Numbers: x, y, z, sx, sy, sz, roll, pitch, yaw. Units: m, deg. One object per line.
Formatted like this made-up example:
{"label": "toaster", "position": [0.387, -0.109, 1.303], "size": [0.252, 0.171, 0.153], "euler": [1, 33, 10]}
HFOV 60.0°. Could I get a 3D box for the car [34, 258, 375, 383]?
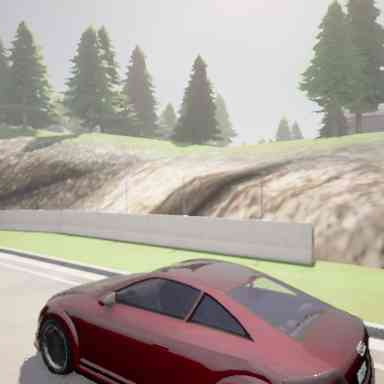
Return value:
{"label": "car", "position": [-0.103, 1.571, 4.156], "size": [4.181, 1.385, 1.994], "euler": [0, 0, 36]}
